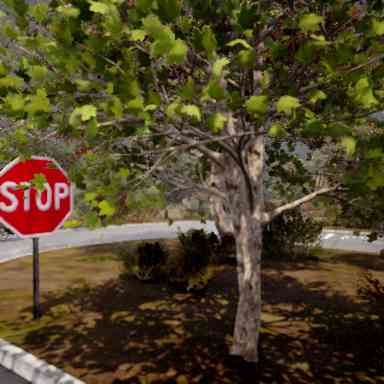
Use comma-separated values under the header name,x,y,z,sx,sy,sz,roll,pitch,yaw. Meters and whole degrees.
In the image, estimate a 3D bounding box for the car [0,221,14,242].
name,x,y,z,sx,sy,sz,roll,pitch,yaw
car,-10.801,1.662,15.500,2.128,1.511,4.902,-1,-2,35
